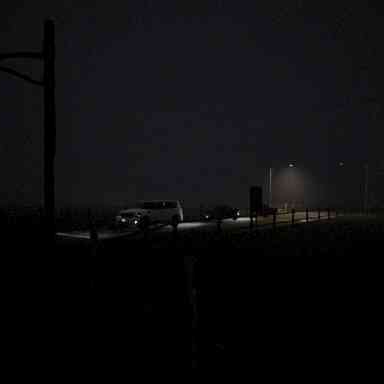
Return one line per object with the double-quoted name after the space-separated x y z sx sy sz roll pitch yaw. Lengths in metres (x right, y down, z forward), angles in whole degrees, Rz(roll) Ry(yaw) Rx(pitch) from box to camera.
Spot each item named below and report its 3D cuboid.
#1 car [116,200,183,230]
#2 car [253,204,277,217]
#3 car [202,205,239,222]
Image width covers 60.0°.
-2.973 1.608 24.612 2.150 2.045 5.566 0 -1 36 "car"
8.869 2.266 40.782 2.128 1.511 4.902 0 -1 36 "car"
2.841 2.067 32.552 2.128 1.511 4.902 0 -1 36 "car"
